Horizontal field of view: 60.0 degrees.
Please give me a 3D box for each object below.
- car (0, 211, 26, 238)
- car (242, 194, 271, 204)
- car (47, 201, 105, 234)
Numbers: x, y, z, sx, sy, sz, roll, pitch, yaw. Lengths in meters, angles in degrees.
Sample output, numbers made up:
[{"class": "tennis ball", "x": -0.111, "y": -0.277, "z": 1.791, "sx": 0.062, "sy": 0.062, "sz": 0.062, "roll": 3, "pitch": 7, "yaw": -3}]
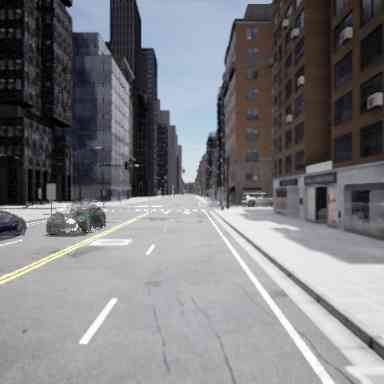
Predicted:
[{"class": "car", "x": -9.872, "y": 1.616, "z": 16.064, "sx": 1.994, "sy": 1.385, "sz": 4.181, "roll": 0, "pitch": 0, "yaw": 0}, {"class": "car", "x": 9.787, "y": 1.119, "z": 46.861, "sx": 5.566, "sy": 2.045, "sz": 2.150, "roll": 0, "pitch": 0, "yaw": 0}, {"class": "car", "x": -6.624, "y": 1.415, "z": 19.434, "sx": 2.097, "sy": 1.767, "sz": 4.553, "roll": 0, "pitch": 0, "yaw": 0}]
